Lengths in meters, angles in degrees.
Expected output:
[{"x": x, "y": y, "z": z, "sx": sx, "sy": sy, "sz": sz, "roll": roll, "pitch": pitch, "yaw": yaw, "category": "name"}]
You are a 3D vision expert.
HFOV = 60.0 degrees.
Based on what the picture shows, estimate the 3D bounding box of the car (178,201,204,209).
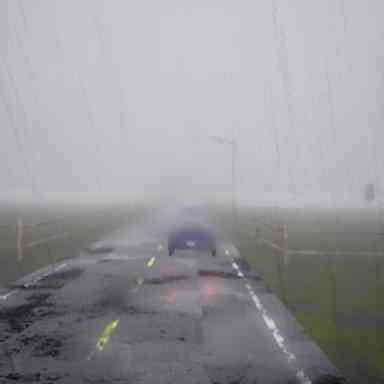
[{"x": 0.030, "y": 1.775, "z": 29.270, "sx": 1.882, "sy": 1.535, "sz": 5.008, "roll": 0, "pitch": 0, "yaw": 1, "category": "car"}]

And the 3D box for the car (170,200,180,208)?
[{"x": -2.801, "y": 2.141, "z": 59.440, "sx": 1.812, "sy": 1.442, "sz": 4.674, "roll": 0, "pitch": -1, "yaw": 1, "category": "car"}]

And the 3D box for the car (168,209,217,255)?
[{"x": 0.026, "y": 1.667, "z": 13.915, "sx": 1.812, "sy": 1.442, "sz": 4.674, "roll": 0, "pitch": 0, "yaw": 1, "category": "car"}]
